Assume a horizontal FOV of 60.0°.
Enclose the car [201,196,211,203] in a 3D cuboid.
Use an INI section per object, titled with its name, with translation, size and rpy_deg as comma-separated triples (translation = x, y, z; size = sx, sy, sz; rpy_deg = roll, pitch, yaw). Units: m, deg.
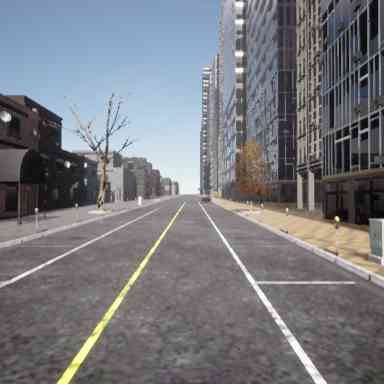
[car]
translation = 3.002, 1.510, 70.601
size = 1.882, 1.535, 5.008
rpy_deg = 0, 0, 0
